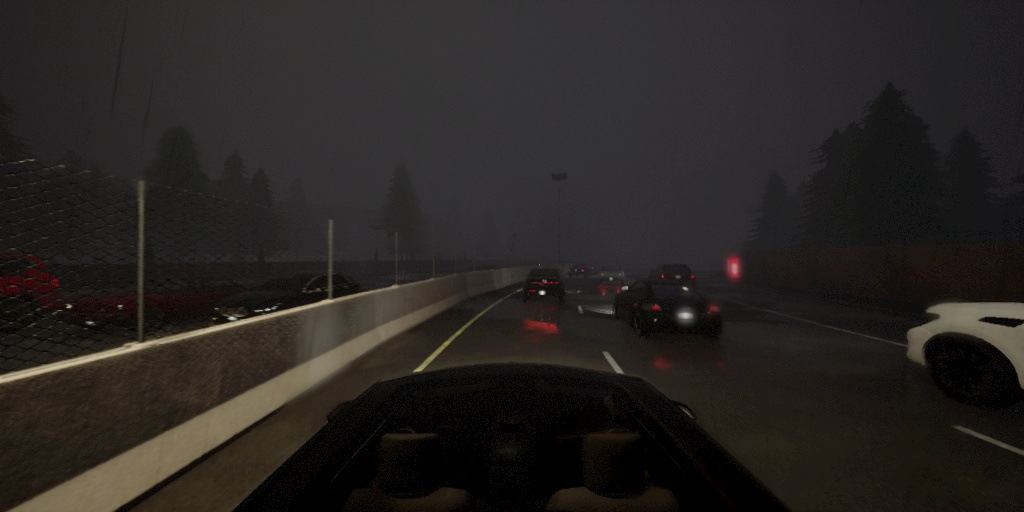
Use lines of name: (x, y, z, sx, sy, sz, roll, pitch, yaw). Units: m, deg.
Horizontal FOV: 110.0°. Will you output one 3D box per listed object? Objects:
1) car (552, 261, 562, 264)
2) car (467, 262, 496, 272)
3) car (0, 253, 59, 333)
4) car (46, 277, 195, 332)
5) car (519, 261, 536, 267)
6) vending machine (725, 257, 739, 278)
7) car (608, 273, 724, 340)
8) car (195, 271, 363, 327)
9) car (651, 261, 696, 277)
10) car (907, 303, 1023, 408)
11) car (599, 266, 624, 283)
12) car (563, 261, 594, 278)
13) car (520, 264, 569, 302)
car: (7.156, 1.436, 52.816, 1.837, 1.490, 4.892, 0, -1, 30)
car: (-3.921, 1.461, 46.742, 1.895, 1.301, 4.718, 0, 0, 25)
car: (-13.775, 0.924, 7.663, 2.150, 2.045, 5.566, 0, 0, 4)
car: (-10.027, 1.330, 10.918, 1.895, 1.301, 4.718, 0, 0, 6)
car: (2.529, 1.469, 51.728, 1.994, 1.385, 4.181, 0, 0, 29)
vending machine: (21.228, 1.139, 34.362, 1.100, 2.100, 0.880, 0, 0, 24)
car: (4.209, 1.358, 10.292, 1.994, 1.385, 4.181, 0, 0, 5)
car: (-6.460, 1.251, 11.048, 1.837, 1.490, 4.892, 0, 0, 6)
car: (9.839, 1.207, 22.227, 2.097, 1.767, 4.553, 0, 0, 13)
car: (7.186, 1.010, 3.127, 2.150, 2.045, 5.566, 0, 0, 1)
car: (8.243, 1.469, 29.495, 1.895, 1.301, 4.718, 0, 0, 18)
car: (7.009, 1.430, 36.390, 2.033, 1.411, 5.357, 0, 0, 22)
car: (1.677, 1.308, 17.506, 1.837, 1.490, 4.892, 0, 0, 10)
